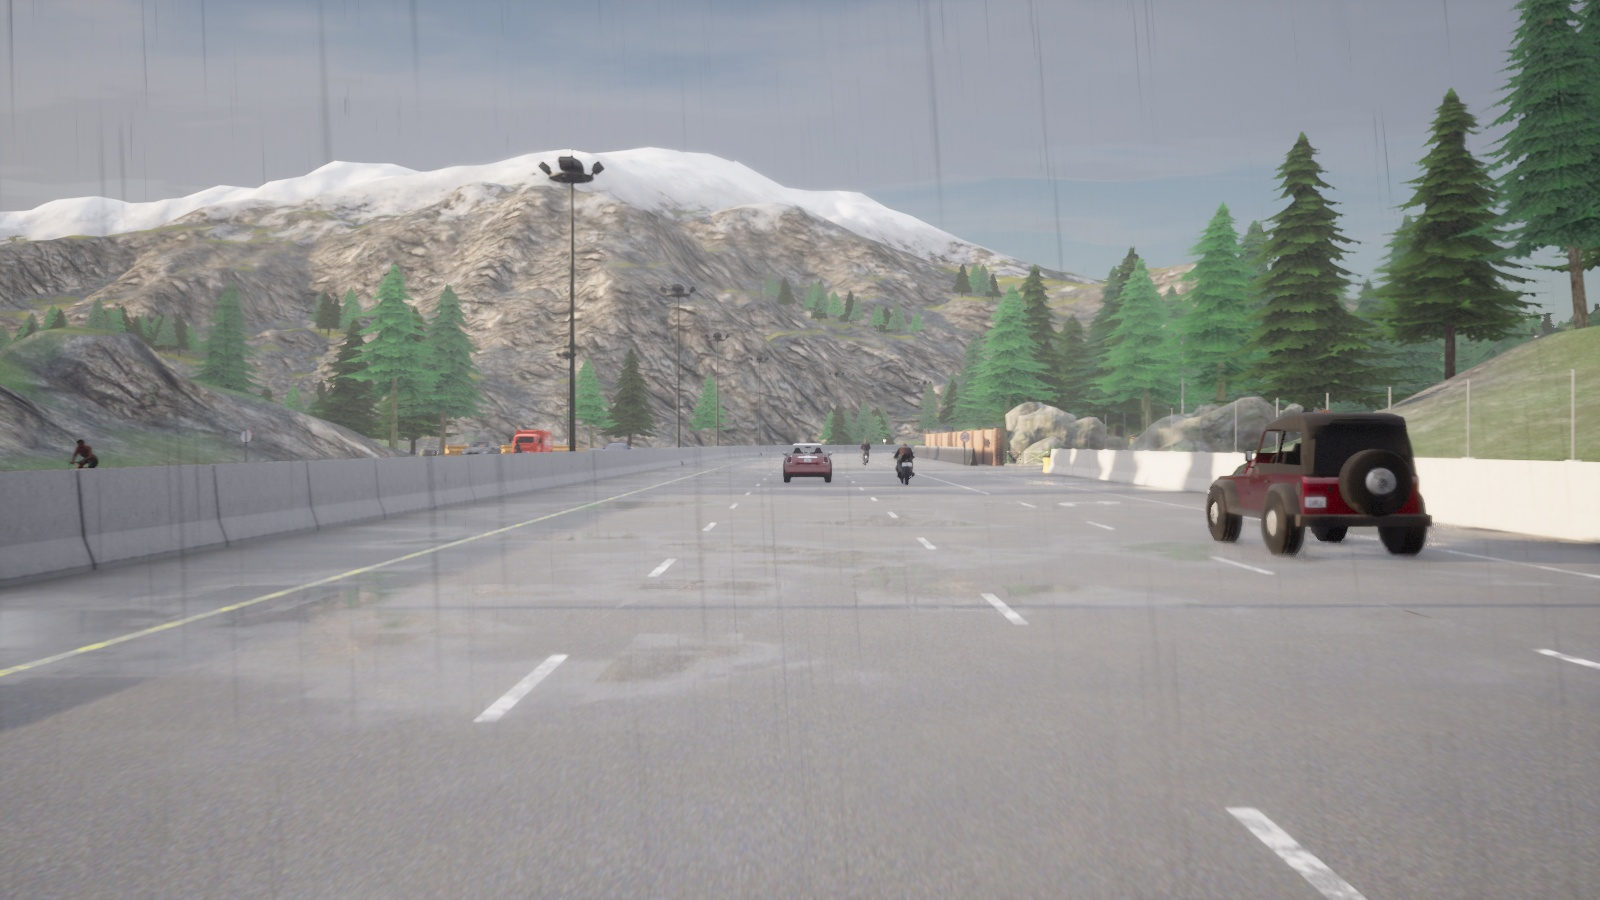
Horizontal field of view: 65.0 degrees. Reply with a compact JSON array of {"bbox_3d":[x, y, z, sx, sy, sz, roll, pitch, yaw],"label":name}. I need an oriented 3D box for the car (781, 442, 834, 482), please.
[{"bbox_3d":[0.294,0.436,48.981,1.970,1.475,3.806,0,0,0],"label":"car"}]

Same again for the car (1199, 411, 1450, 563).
[{"bbox_3d":[7.115,0.449,17.500,1.905,1.878,3.866,0,0,0],"label":"car"}]

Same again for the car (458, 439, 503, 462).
[{"bbox_3d":[-23.949,0.040,94.275,2.242,1.667,4.611,0,0,0],"label":"car"}]

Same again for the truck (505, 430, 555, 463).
[{"bbox_3d":[-20.442,-0.295,95.414,2.627,2.467,5.204,0,0,0],"label":"truck"}]

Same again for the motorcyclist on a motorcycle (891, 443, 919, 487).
[{"bbox_3d":[3.773,0.529,45.301,0.866,1.530,2.191,0,0,0],"label":"motorcyclist on a motorcycle"}]

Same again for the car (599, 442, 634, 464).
[{"bbox_3d":[-13.457,0.192,92.370,1.882,1.535,5.008,0,0,-1],"label":"car"}]
